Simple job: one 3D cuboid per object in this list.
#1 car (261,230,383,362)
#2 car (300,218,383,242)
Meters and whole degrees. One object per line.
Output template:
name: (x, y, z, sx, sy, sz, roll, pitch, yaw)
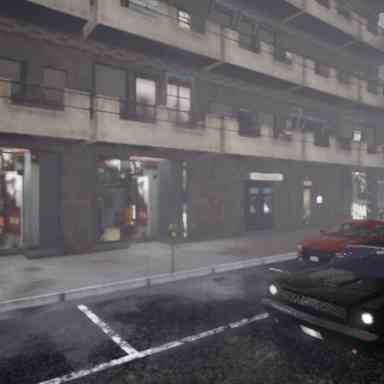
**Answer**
car: (3.418, 1.596, 5.809, 4.718, 1.301, 1.895, 0, 0, -35)
car: (5.100, 1.536, 10.191, 4.507, 1.381, 1.887, 0, 0, -35)
